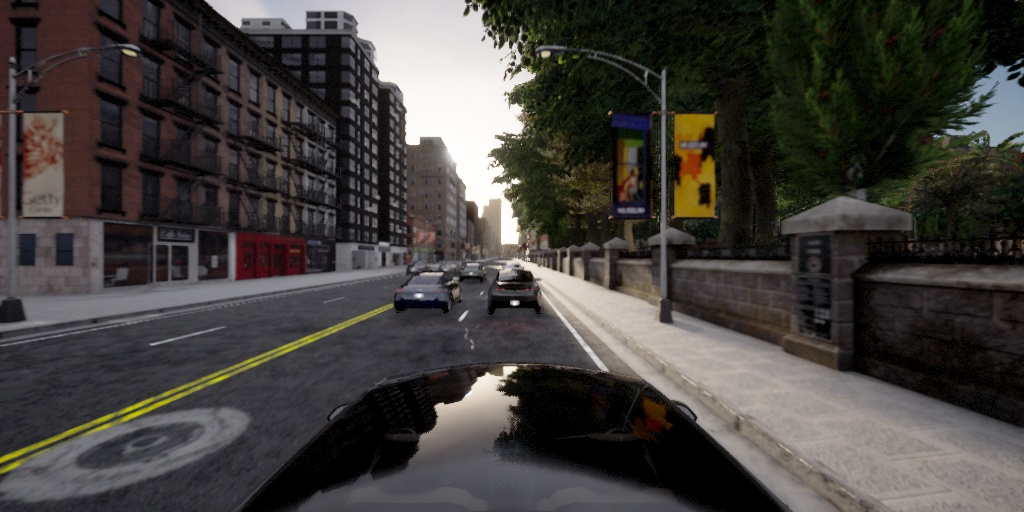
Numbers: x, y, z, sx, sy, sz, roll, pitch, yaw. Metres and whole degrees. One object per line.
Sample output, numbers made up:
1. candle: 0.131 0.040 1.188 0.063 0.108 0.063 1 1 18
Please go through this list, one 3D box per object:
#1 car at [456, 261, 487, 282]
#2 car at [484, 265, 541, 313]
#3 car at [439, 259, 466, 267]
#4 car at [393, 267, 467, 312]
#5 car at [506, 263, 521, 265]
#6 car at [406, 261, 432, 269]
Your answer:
1. car: -3.151 1.330 29.665 1.994 1.385 4.181 0 0 0
2. car: 0.095 1.262 13.920 1.837 1.490 4.892 0 0 0
3. car: -6.586 1.265 38.078 2.128 1.511 4.902 0 0 0
4. car: -3.154 1.321 14.189 1.994 1.385 4.181 0 0 0
5. car: 0.100 1.292 30.101 1.812 1.442 4.674 0 0 0
6. car: -9.835 1.265 38.090 2.128 1.511 4.902 0 0 0
